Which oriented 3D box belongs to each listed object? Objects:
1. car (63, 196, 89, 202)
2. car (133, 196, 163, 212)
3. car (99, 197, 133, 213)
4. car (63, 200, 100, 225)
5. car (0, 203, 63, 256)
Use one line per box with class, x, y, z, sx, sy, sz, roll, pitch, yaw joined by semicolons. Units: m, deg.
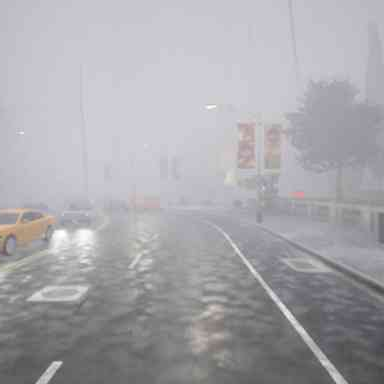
car;-15.628;1.264;44.823;5.008;1.535;1.882;0;0;45
car;-4.918;1.179;36.148;2.097;1.767;4.553;0;0;-29
car;-7.892;1.437;34.250;1.895;1.301;4.718;0;0;-26
car;-7.715;1.491;22.947;1.895;1.301;4.718;0;0;-10
car;-7.105;1.415;13.011;1.882;1.535;5.008;0;0;0
